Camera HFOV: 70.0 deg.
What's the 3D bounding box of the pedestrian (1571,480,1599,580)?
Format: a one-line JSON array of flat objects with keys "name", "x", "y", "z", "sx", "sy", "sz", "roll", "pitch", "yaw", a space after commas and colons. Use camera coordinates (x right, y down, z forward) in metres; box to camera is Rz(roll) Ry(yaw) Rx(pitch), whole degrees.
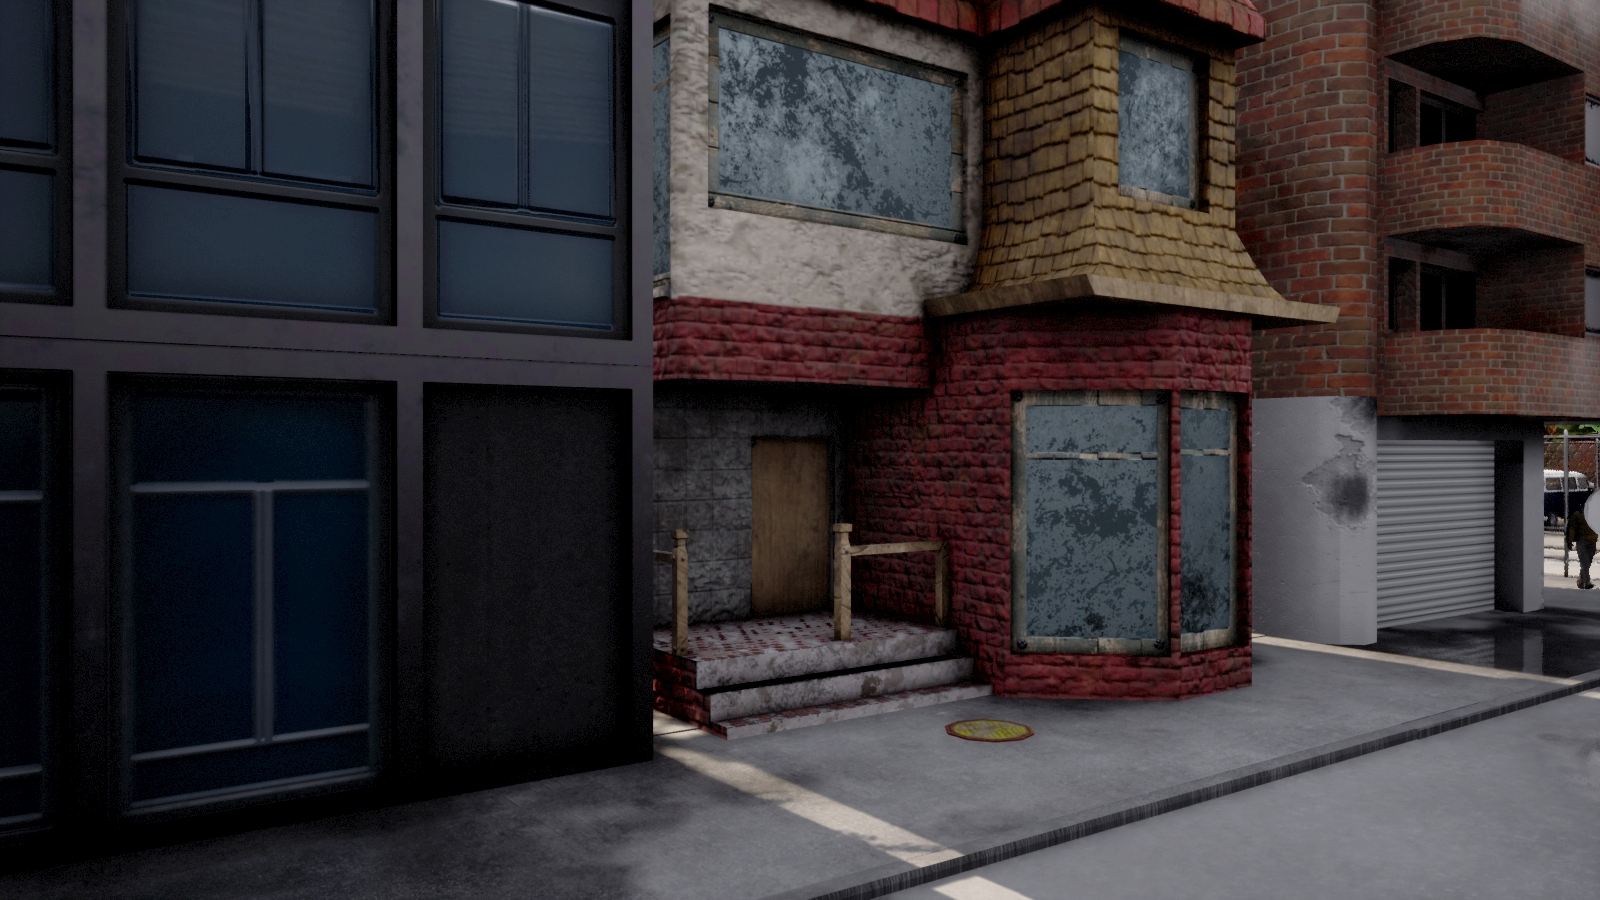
[{"name": "pedestrian", "x": 14.867, "y": 1.506, "z": 21.628, "sx": 0.375, "sy": 1.860, "sz": 0.375, "roll": 0, "pitch": 0, "yaw": 22}]
